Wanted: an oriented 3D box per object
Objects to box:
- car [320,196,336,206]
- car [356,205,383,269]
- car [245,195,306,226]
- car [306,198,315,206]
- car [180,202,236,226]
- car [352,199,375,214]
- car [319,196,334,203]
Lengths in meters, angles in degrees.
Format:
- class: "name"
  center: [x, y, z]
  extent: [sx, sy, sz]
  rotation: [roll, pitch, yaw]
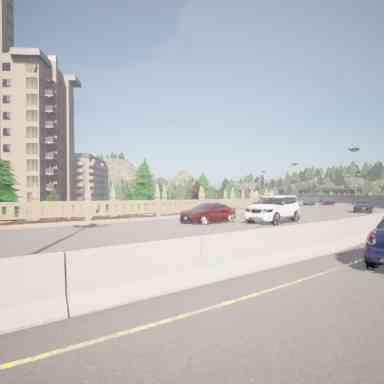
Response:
- class: "car"
  center: [25.043, 1.826, 61.014]
  extent: [1.895, 1.301, 4.718]
  rotation: [0, 0, 15]
- class: "car"
  center: [7.094, 1.357, 10.144]
  extent: [4.553, 1.767, 2.097]
  rotation: [0, 0, -42]
- class: "car"
  center: [6.046, 1.261, 24.419]
  extent: [2.150, 2.045, 5.566]
  rotation: [0, 0, 40]
- class: "car"
  center: [21.173, 1.780, 60.121]
  extent: [2.033, 1.411, 5.357]
  rotation: [0, 0, 16]
- class: "car"
  center: [1.256, 1.513, 24.334]
  extent: [1.882, 1.535, 5.008]
  rotation: [0, 0, 42]
- class: "car"
  center: [19.035, 1.602, 36.954]
  extent: [1.837, 1.490, 4.892]
  rotation: [0, 0, 29]
- class: "car"
  center: [30.881, 1.768, 76.305]
  extent: [1.882, 1.535, 5.008]
  rotation: [0, 0, 6]
